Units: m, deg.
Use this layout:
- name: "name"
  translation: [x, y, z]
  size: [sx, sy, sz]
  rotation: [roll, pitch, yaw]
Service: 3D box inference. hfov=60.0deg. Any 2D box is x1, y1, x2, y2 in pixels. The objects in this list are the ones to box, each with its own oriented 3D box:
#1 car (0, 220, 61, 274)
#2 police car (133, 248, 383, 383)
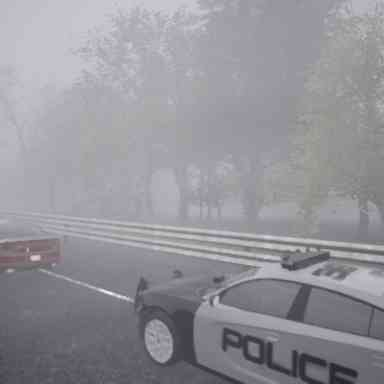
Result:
- name: "car"
  translation: [-6.075, 1.631, 10.635]
  size: [5.008, 1.535, 1.882]
  rotation: [0, -2, 41]
- name: "police car"
  translation: [1.283, 1.563, 4.216]
  size: [5.238, 1.638, 1.930]
  rotation: [0, -2, 41]
